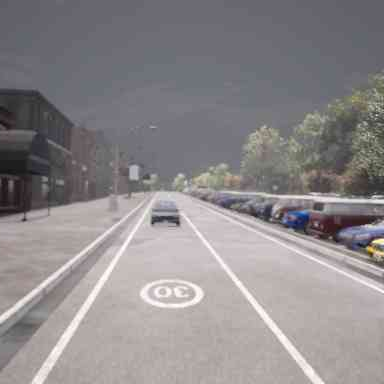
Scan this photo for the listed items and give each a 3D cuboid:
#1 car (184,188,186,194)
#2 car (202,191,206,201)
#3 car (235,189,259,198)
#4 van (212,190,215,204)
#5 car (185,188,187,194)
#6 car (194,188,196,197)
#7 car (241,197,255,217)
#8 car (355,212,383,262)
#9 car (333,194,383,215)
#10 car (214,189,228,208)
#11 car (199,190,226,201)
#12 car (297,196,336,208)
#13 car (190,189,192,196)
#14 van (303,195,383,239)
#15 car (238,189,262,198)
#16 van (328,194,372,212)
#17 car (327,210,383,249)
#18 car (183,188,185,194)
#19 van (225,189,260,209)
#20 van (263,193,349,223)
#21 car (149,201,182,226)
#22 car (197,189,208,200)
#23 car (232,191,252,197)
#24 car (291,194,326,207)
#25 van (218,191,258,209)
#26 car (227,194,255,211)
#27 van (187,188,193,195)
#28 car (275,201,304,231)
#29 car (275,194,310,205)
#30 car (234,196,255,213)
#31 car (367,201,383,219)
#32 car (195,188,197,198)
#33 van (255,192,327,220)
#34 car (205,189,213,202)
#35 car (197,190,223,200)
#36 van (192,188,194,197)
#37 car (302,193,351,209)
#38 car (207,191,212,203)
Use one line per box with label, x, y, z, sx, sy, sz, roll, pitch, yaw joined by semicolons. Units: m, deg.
car;1.147;0.274;88.245;5.008;1.535;2.097;1;1;-5
car;4.482;1.004;51.966;4.674;1.452;2.002;1;1;-5
car;14.386;0.409;86.876;5.566;2.045;2.435;1;1;-5
van;5.377;0.902;43.599;4.442;1.987;1.878;1;1;-5
car;1.593;0.328;85.475;5.366;1.575;1.946;1;1;-5
car;3.238;0.574;65.921;4.553;1.767;2.185;1;1;-5
car;6.823;1.450;26.841;4.792;1.488;2.163;1;1;-5
car;8.152;1.610;10.072;5.366;1.575;1.946;1;0;-5
car;19.025;1.361;37.009;5.566;2.045;2.435;1;1;-5
car;5.746;0.979;38.003;5.566;2.045;2.435;1;1;-5
car;3.689;0.678;60.333;4.553;1.767;2.185;1;1;-5
car;17.945;1.430;48.062;4.792;1.488;2.163;1;1;-5
car;2.685;0.592;71.502;5.008;1.535;2.097;1;1;-5
van;7.944;1.333;15.680;4.442;1.987;1.878;1;1;-5
car;14.630;0.459;84.226;5.566;2.045;2.435;1;1;-5
van;18.858;1.336;39.782;4.442;1.987;1.878;1;1;-5
car;8.081;1.627;12.880;4.674;1.452;2.002;1;0;-5
car;0.610;0.205;93.827;4.792;1.488;2.163;1;1;-5
van;6.146;1.061;35.228;4.442;1.987;1.878;1;1;-5
van;7.198;1.263;21.245;4.442;1.987;1.878;1;0;-5
car;-1.728;1.282;21.635;2.033;1.411;5.357;1;1;-5
car;4.208;0.659;54.750;5.566;2.045;2.435;1;1;-5
car;13.893;0.560;92.427;5.008;1.535;2.097;1;1;-5
car;17.754;1.223;50.830;4.553;1.767;2.185;1;1;-5
van;5.633;0.955;40.808;4.442;1.987;1.878;1;1;-5
car;6.287;1.332;32.426;4.892;1.521;2.231;1;1;-5
van;1.812;0.204;79.861;4.442;1.987;1.878;1;1;-5
car;7.560;1.524;18.462;5.008;1.535;2.097;1;1;-5
car;17.028;1.235;56.338;5.366;1.575;1.946;1;1;-5
car;6.533;1.417;29.634;4.674;1.452;2.002;1;1;-5
car;19.525;1.735;31.485;4.792;1.488;2.163;1;1;-5
car;3.951;0.606;57.541;5.566;2.045;2.435;1;1;-5
van;7.173;1.233;24.056;4.442;1.987;1.878;1;1;-5
car;4.776;0.893;49.175;4.553;1.767;2.185;1;1;-5
car;3.432;0.625;63.125;4.553;1.767;2.185;1;1;-5
van;2.837;0.416;68.697;4.442;1.987;1.878;1;1;-5
car;18.264;1.203;45.299;5.566;2.045;2.435;1;1;-5
car;4.992;1.072;46.383;4.892;1.521;2.231;1;1;-5
